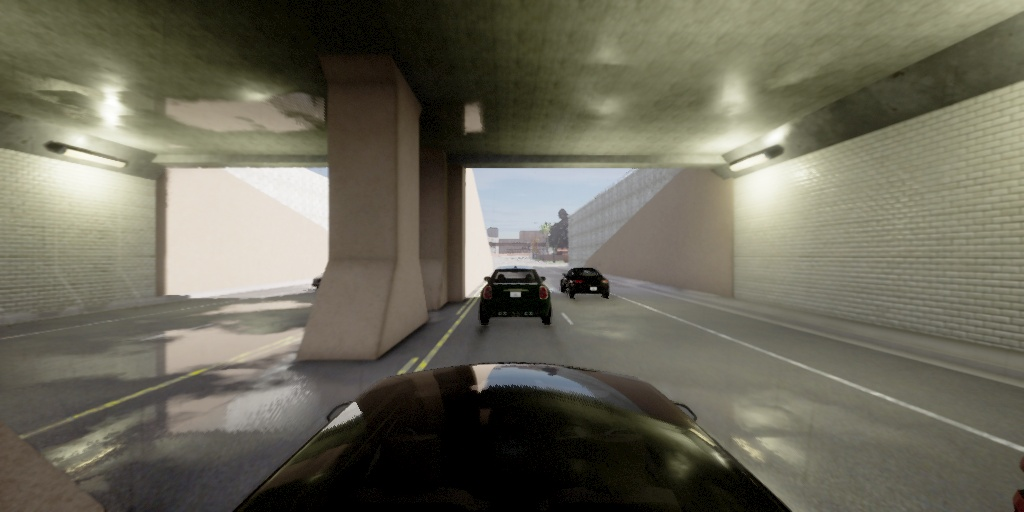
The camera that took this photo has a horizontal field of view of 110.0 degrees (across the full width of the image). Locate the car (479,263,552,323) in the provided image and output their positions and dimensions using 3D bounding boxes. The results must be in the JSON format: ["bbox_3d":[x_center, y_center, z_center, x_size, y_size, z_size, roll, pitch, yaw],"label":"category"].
[{"bbox_3d":[0.101,1.102,12.190,2.097,1.767,4.553,0,0,0],"label":"car"}]

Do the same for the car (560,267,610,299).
[{"bbox_3d":[3.588,1.277,18.099,1.812,1.442,4.674,0,0,0],"label":"car"}]

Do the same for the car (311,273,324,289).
[{"bbox_3d":[-10.597,1.298,23.014,2.033,1.411,5.357,0,0,0],"label":"car"}]
